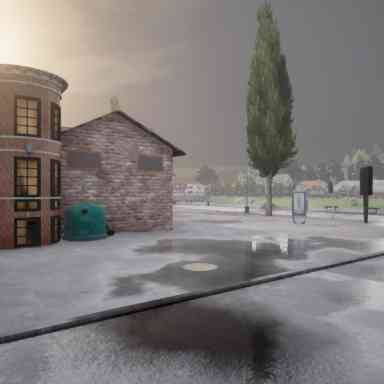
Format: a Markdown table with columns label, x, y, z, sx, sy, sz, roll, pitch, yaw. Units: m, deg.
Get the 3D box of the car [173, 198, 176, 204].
| label | x | y | z | sx | sy | sz | roll | pitch | yaw |
| --- | --- | --- | --- | --- | --- | --- | --- | --- | --- |
| car | -4.632 | 1.526 | 60.368 | 1.812 | 1.442 | 4.674 | 0 | 0 | -35 |
